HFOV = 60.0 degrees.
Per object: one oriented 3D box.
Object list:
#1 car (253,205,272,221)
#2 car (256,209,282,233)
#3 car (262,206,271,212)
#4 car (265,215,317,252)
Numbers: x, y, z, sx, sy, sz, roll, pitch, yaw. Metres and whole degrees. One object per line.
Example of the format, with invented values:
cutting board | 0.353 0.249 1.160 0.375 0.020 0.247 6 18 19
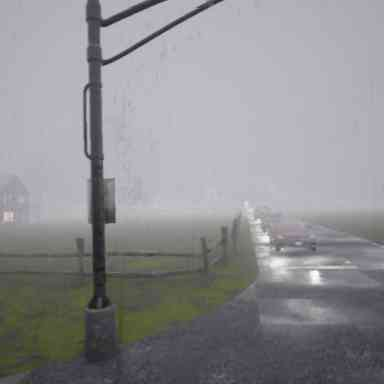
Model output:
car | 9.453 2.782 44.535 2.150 2.045 5.566 -3 -3 10
car | 6.646 2.428 27.226 2.128 1.511 4.902 -3 -2 9
car | 18.485 4.288 82.971 1.895 1.301 4.718 -3 -2 9
car | 5.008 2.092 16.999 1.812 1.442 4.674 -3 -2 8
